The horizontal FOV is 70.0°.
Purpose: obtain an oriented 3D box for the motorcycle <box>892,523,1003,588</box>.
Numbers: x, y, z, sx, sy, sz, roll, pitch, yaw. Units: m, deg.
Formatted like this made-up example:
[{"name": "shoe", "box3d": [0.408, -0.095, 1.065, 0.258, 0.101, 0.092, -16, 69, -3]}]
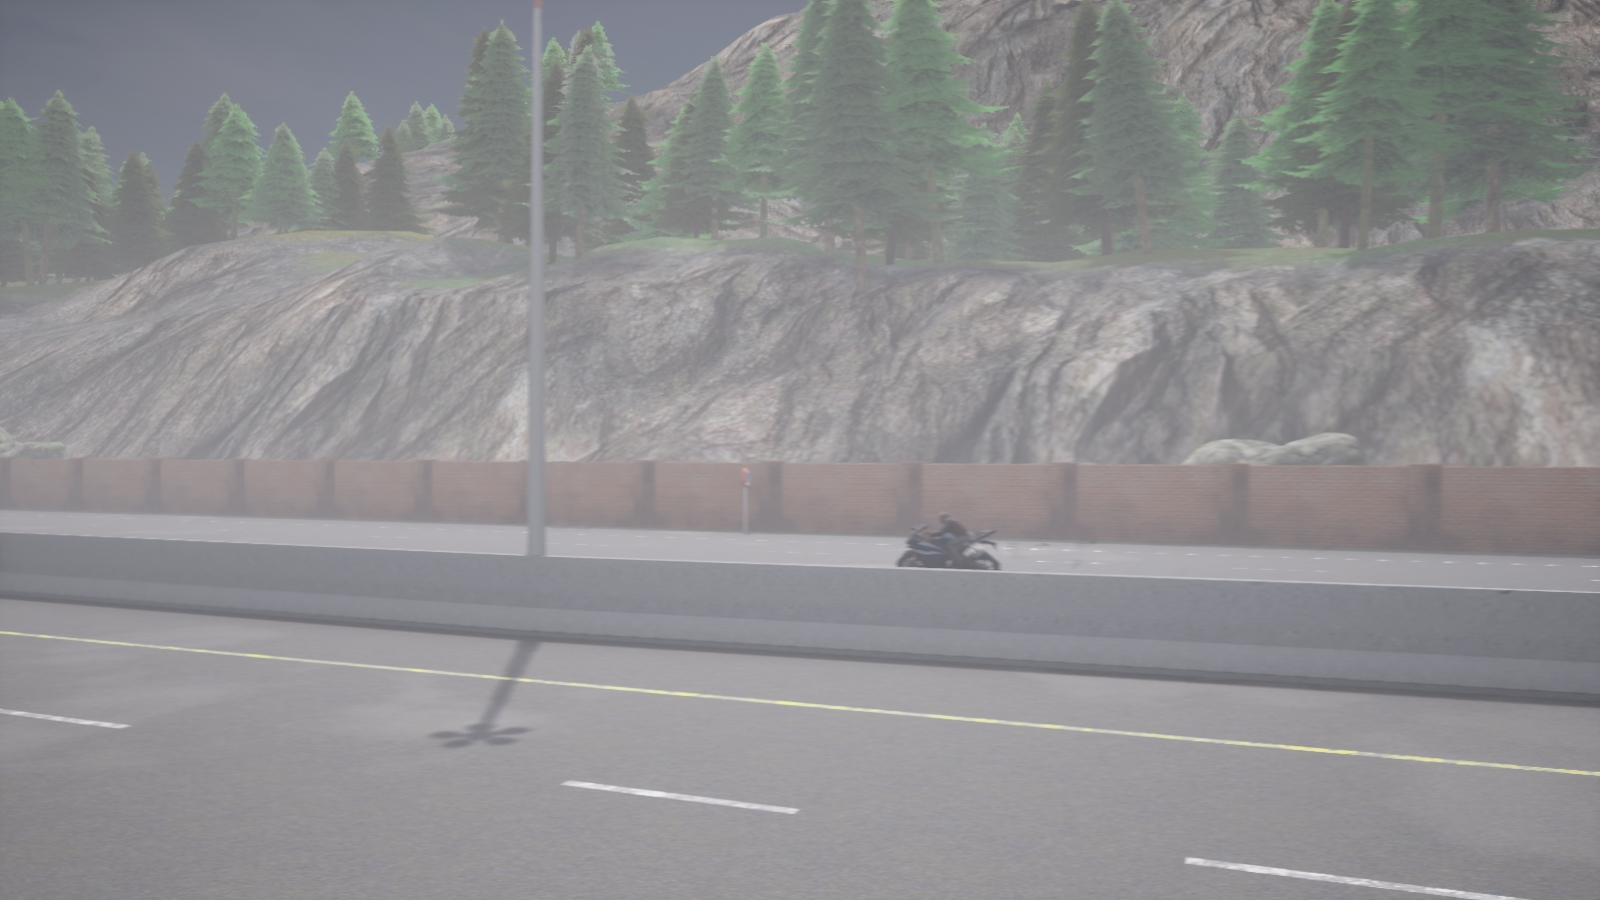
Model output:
[{"name": "motorcycle", "box3d": [3.144, 2.223, 24.398, 2.209, 1.251, 0.867, 0, -1, 22]}]
